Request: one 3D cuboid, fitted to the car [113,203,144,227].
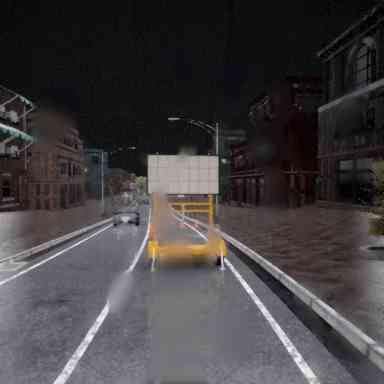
[{"bbox_3d":[-4.917,1.838,25.583,2.128,1.511,4.902,0,-2,-7],"label":"car"}]

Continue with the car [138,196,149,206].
[{"bbox_3d":[-10.652,1.868,73.312,2.150,2.045,5.566,0,2,-7],"label":"car"}]

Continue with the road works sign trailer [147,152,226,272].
[{"bbox_3d":[-0.301,0.497,10.956,2.380,3.560,2.880,0,-1,-9],"label":"road works sign trailer"}]
